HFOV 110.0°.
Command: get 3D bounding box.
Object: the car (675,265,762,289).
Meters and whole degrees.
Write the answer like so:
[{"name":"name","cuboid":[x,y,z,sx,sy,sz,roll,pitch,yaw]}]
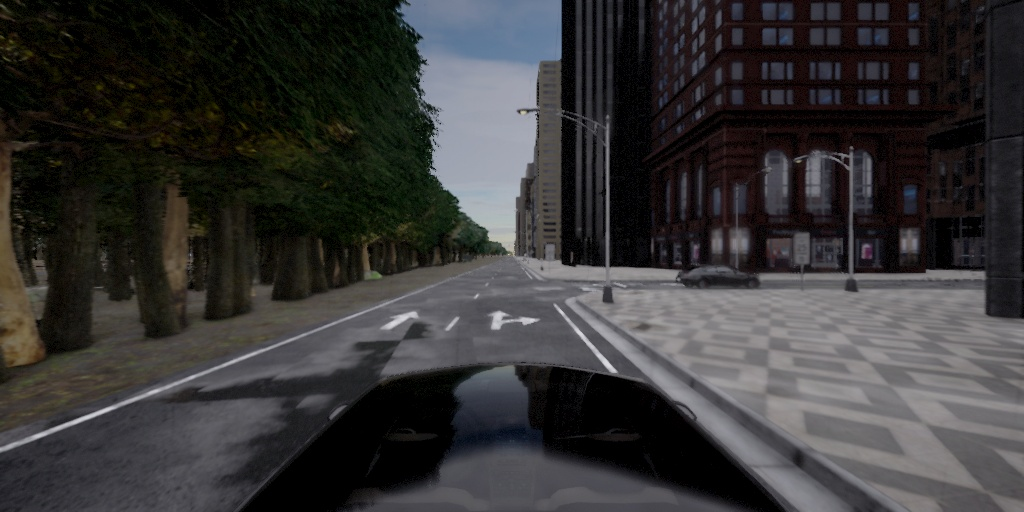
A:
[{"name":"car","cuboid":[12.260,1.238,21.450,4.674,1.442,1.812,0,0,0]}]
